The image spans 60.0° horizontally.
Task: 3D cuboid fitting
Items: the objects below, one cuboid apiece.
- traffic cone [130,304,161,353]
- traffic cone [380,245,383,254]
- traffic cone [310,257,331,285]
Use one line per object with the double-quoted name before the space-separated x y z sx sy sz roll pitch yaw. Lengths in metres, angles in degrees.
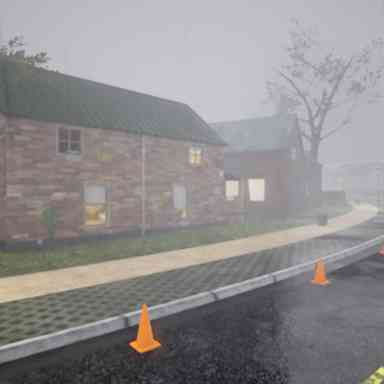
"traffic cone" -0.677 1.921 4.803 0.340 0.580 0.340 -1 1 -38
"traffic cone" 6.560 1.769 11.219 0.340 0.580 0.340 0 1 45
"traffic cone" 3.046 1.845 7.893 0.340 0.580 0.340 -1 1 -42
